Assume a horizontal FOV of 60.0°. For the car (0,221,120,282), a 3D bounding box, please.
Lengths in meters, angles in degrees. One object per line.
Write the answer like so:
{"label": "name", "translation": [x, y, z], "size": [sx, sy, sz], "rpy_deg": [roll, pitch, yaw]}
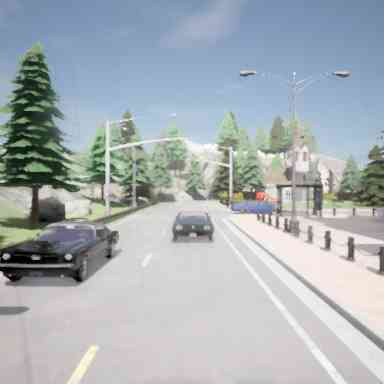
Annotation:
{"label": "car", "translation": [-3.554, 1.574, 9.821], "size": [1.895, 1.301, 4.718], "rpy_deg": [0, 0, 0]}

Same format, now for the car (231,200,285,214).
{"label": "car", "translation": [6.715, 1.511, 34.190], "size": [5.357, 1.411, 2.033], "rpy_deg": [0, 0, -1]}

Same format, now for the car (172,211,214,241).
{"label": "car", "translation": [0.056, 1.578, 16.673], "size": [1.895, 1.301, 4.718], "rpy_deg": [0, 0, 0]}
